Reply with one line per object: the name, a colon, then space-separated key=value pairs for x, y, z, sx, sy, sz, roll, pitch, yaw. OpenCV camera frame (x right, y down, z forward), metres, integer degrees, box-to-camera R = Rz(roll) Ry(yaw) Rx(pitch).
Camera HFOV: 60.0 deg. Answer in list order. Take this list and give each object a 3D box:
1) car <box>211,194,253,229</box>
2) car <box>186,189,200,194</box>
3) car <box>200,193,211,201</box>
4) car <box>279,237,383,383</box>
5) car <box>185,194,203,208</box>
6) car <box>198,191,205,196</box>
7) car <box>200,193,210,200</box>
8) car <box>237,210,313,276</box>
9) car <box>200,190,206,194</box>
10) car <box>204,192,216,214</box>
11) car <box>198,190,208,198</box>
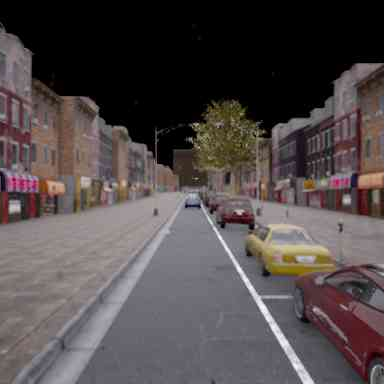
car: x=2.660 y=1.260 z=21.026 sx=2.192 sy=1.841 sz=5.009 roll=1 pitch=0 yaw=0
car: x=0.095 y=0.687 z=60.829 sx=2.150 sy=2.045 sz=5.566 roll=0 pitch=1 yaw=0
car: x=2.660 y=0.952 z=65.489 sx=1.947 sy=1.339 sz=4.313 roll=2 pitch=1 yaw=0
car: x=2.650 y=1.585 z=4.348 sx=1.802 sy=1.307 sz=4.206 roll=1 pitch=0 yaw=0
car: x=0.098 y=1.289 z=42.478 sx=1.994 sy=1.385 sz=4.181 roll=0 pitch=1 yaw=0
car: x=2.658 y=0.491 z=93.256 sx=1.802 sy=1.307 sz=4.206 roll=2 pitch=1 yaw=0
car: x=2.660 y=0.856 z=71.044 sx=1.947 sy=1.339 sz=4.313 roll=2 pitch=1 yaw=0
car: x=2.652 y=1.520 z=10.078 sx=1.752 sy=1.417 sz=4.829 roll=1 pitch=0 yaw=0
car: x=2.665 y=0.958 z=48.818 sx=2.192 sy=1.841 sz=5.009 roll=2 pitch=1 yaw=0
car: x=2.663 y=1.160 z=32.146 sx=2.192 sy=1.841 sz=5.009 roll=2 pitch=1 yaw=0
car: x=2.668 y=0.410 z=82.146 sx=2.192 sy=1.841 sz=5.009 roll=2 pitch=1 yaw=0
